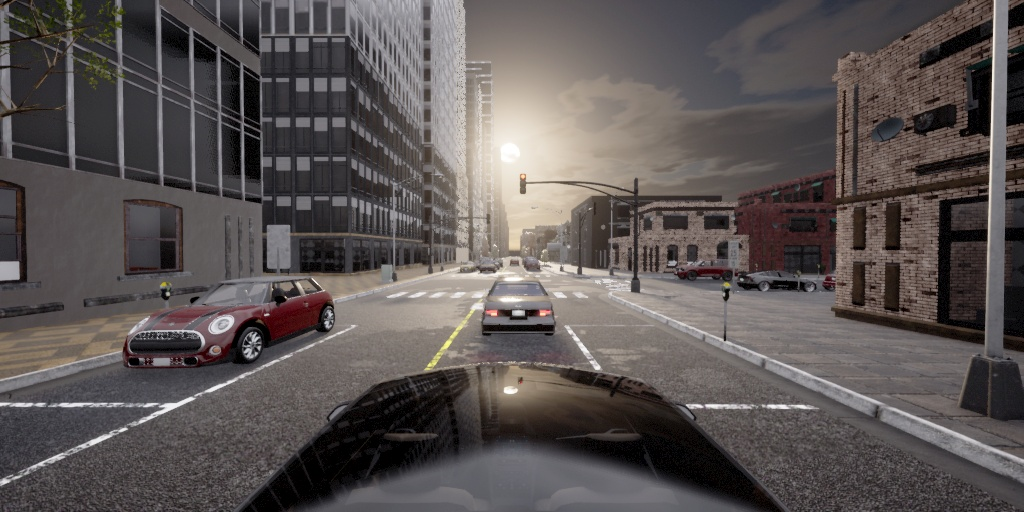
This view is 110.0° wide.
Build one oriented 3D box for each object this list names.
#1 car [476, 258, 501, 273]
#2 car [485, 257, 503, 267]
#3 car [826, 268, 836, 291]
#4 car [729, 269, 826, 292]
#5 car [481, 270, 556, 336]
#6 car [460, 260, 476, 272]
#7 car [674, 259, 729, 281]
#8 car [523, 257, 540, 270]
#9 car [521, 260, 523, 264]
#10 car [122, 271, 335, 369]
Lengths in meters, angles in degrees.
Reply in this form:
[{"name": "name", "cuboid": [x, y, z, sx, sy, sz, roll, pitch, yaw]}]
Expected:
[{"name": "car", "cuboid": [-2.833, 1.287, 43.590, 2.033, 1.411, 5.357, 0, 0, 0]}, {"name": "car", "cuboid": [-2.772, 1.285, 53.733, 2.033, 1.411, 5.357, 0, 0, 0]}, {"name": "car", "cuboid": [22.087, 1.473, 22.426, 4.097, 1.591, 1.967, 0, 0, 1]}, {"name": "car", "cuboid": [16.540, 1.546, 22.533, 4.313, 1.339, 1.948, 0, 0, 1]}, {"name": "car", "cuboid": [0.154, 1.295, 10.364, 2.033, 1.411, 5.357, 0, 0, 0]}, {"name": "car", "cuboid": [-5.554, 1.265, 45.575, 1.751, 1.417, 4.829, 0, 0, 0]}, {"name": "car", "cuboid": [16.700, 1.164, 30.910, 5.009, 1.841, 2.192, 0, 0, 1]}, {"name": "car", "cuboid": [3.000, 1.178, 51.280, 1.967, 1.591, 4.097, 0, 0, 0]}, {"name": "car", "cuboid": [3.072, 1.051, 62.568, 2.192, 1.841, 5.009, 0, 0, 0]}, {"name": "car", "cuboid": [-5.656, 1.188, 7.797, 1.967, 1.591, 4.097, 0, 0, 0]}]
